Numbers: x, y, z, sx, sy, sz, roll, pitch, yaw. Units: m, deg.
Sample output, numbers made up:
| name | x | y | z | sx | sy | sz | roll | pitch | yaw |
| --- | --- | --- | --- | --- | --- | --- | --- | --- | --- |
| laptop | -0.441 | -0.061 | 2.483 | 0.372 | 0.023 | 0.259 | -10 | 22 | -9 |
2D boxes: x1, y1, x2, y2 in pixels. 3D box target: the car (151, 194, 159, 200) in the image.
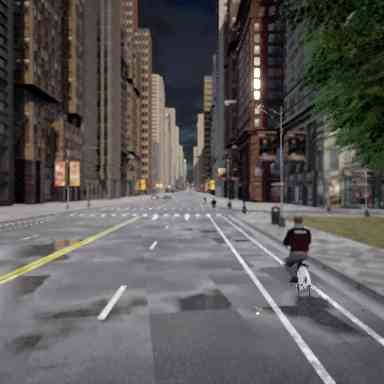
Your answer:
| name | x | y | z | sx | sy | sz | roll | pitch | yaw |
| --- | --- | --- | --- | --- | --- | --- | --- | --- | --- |
| car | -9.752 | 1.290 | 87.861 | 2.128 | 1.511 | 4.902 | 0 | 0 | 0 |

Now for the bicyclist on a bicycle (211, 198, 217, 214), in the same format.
| name | x | y | z | sx | sy | sz | roll | pitch | yaw |
| --- | --- | --- | --- | --- | --- | --- | --- | --- | --- |
| bicyclist on a bicycle | 2.261 | 1.450 | 34.641 | 0.659 | 1.776 | 1.843 | 1 | -1 | 0 |

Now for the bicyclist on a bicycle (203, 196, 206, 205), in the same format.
| name | x | y | z | sx | sy | sz | roll | pitch | yaw |
| --- | --- | --- | --- | --- | --- | --- | --- | --- | --- |
| bicyclist on a bicycle | 2.249 | 1.568 | 57.908 | 0.582 | 1.620 | 1.656 | 0 | 0 | 0 |

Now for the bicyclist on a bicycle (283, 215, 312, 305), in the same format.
| name | x | y | z | sx | sy | sz | roll | pitch | yaw |
| --- | --- | --- | --- | --- | --- | --- | --- | --- | --- |
| bicyclist on a bicycle | 2.251 | 1.380 | 7.270 | 0.659 | 1.776 | 1.843 | 0 | 0 | 0 |

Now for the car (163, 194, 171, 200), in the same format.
| name | x | y | z | sx | sy | sz | roll | pitch | yaw |
| --- | --- | --- | --- | --- | --- | --- | --- | --- | --- |
| car | -6.502 | 1.318 | 87.861 | 1.994 | 1.385 | 4.181 | 0 | 0 | 0 |
